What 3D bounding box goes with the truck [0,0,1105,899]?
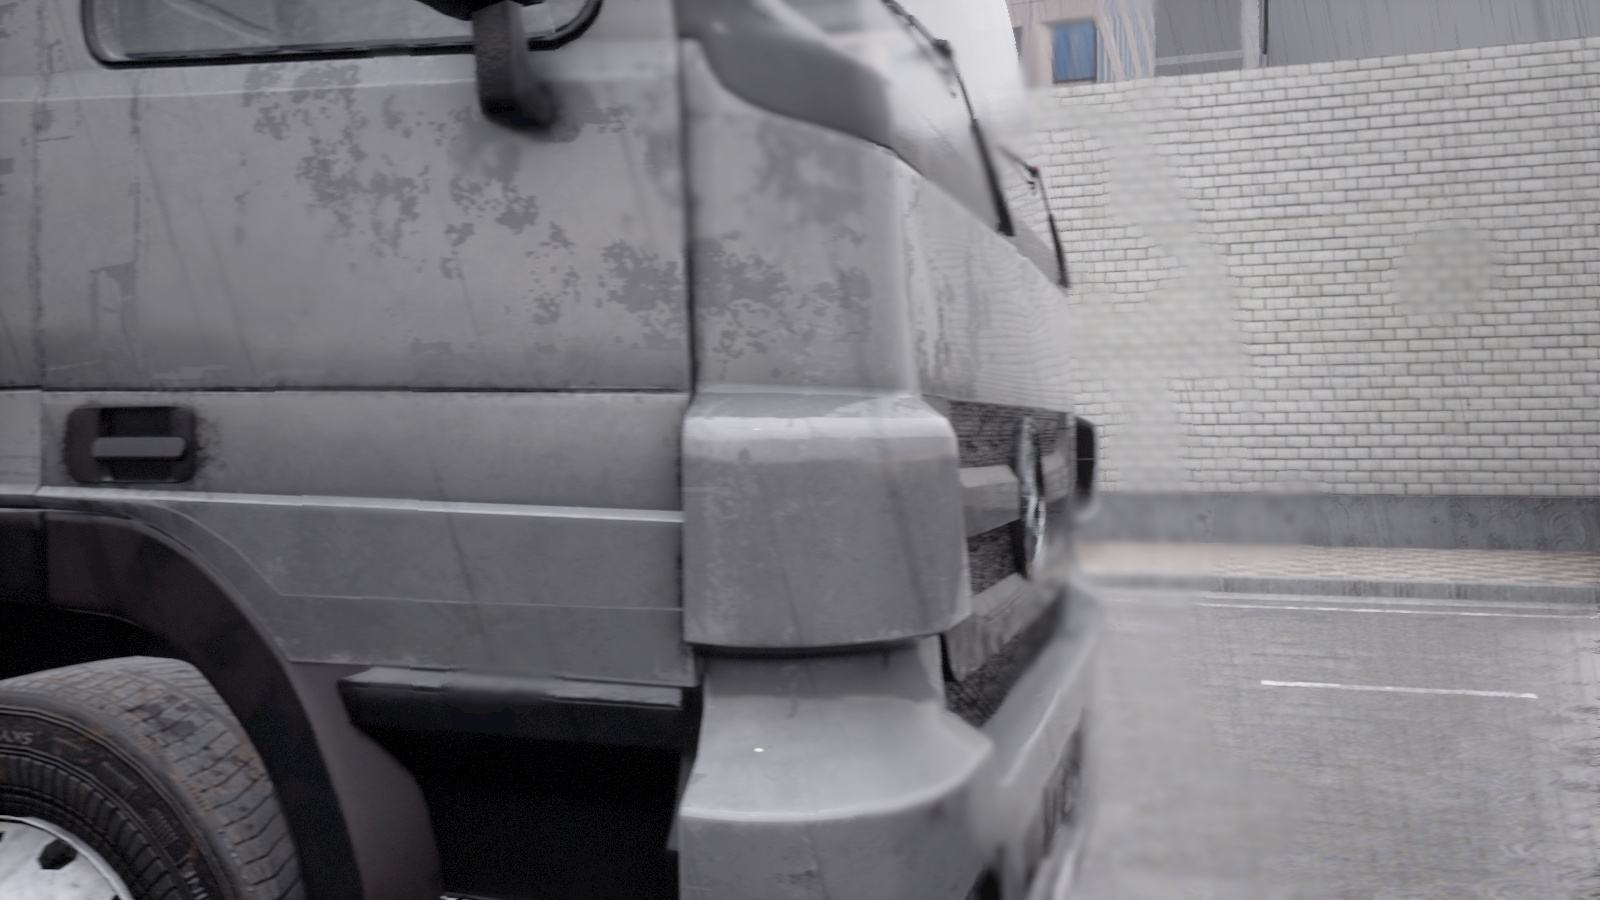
[{"bbox_3d":[-3.170,-0.210,4.245,7.936,3.462,2.891,0,1,19],"label":"truck"}]
